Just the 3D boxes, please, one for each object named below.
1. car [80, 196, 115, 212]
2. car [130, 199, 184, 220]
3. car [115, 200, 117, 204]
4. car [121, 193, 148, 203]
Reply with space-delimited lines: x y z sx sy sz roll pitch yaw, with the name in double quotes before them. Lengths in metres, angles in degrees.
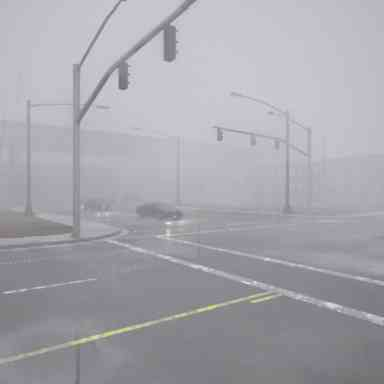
"car" -11.487 1.490 39.983 2.128 1.511 4.902 0 0 -36
"car" -2.887 1.547 28.251 2.033 1.411 5.357 0 0 -36
"car" -14.992 1.526 59.810 1.812 1.442 4.674 0 0 3
"car" -12.303 1.223 69.377 2.150 2.045 5.566 0 0 29
